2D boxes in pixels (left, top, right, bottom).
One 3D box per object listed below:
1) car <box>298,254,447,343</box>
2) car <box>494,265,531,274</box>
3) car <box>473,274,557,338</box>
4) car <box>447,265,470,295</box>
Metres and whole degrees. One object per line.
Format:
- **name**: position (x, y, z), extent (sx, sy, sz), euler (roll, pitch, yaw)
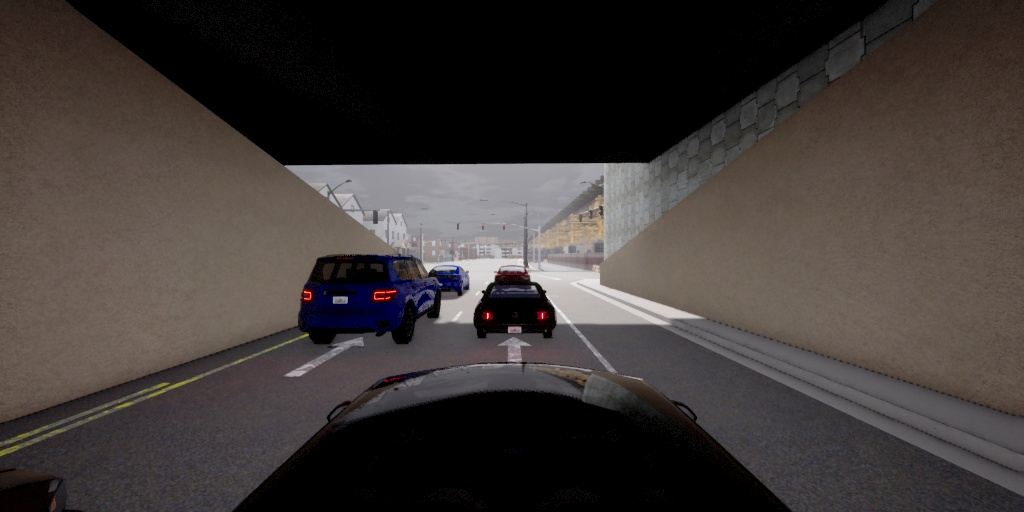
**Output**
- **car**: position (-3.435, 0.971, 9.815), extent (2.150, 2.045, 5.566), euler (0, 0, 0)
- **car**: position (0.021, 1.228, 19.500), extent (1.882, 1.535, 5.008), euler (0, 0, 0)
- **car**: position (0.061, 1.351, 10.163), extent (1.895, 1.301, 4.718), euler (0, 0, 0)
- **car**: position (-3.480, 1.228, 19.752), extent (1.882, 1.535, 5.008), euler (0, 0, 0)
